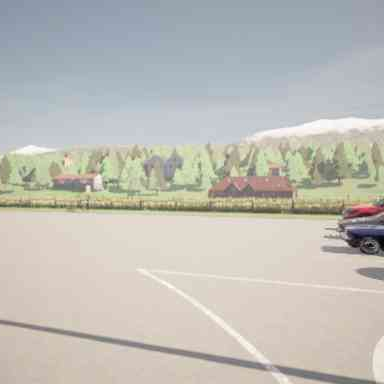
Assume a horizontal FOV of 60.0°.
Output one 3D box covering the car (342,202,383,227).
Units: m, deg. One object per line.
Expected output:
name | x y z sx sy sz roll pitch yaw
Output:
car | 12.210 1.405 21.235 4.674 1.442 1.812 0 0 20

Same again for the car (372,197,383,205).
car | 11.188 1.120 17.892 5.566 2.045 2.150 0 0 20

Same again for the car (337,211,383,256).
car | 7.834 1.534 11.673 4.718 1.301 1.895 0 0 20

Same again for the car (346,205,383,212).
car | 9.426 1.463 14.814 5.357 1.411 2.033 0 0 20

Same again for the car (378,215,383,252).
car | 7.404 1.478 8.084 4.674 1.442 1.812 0 0 20
